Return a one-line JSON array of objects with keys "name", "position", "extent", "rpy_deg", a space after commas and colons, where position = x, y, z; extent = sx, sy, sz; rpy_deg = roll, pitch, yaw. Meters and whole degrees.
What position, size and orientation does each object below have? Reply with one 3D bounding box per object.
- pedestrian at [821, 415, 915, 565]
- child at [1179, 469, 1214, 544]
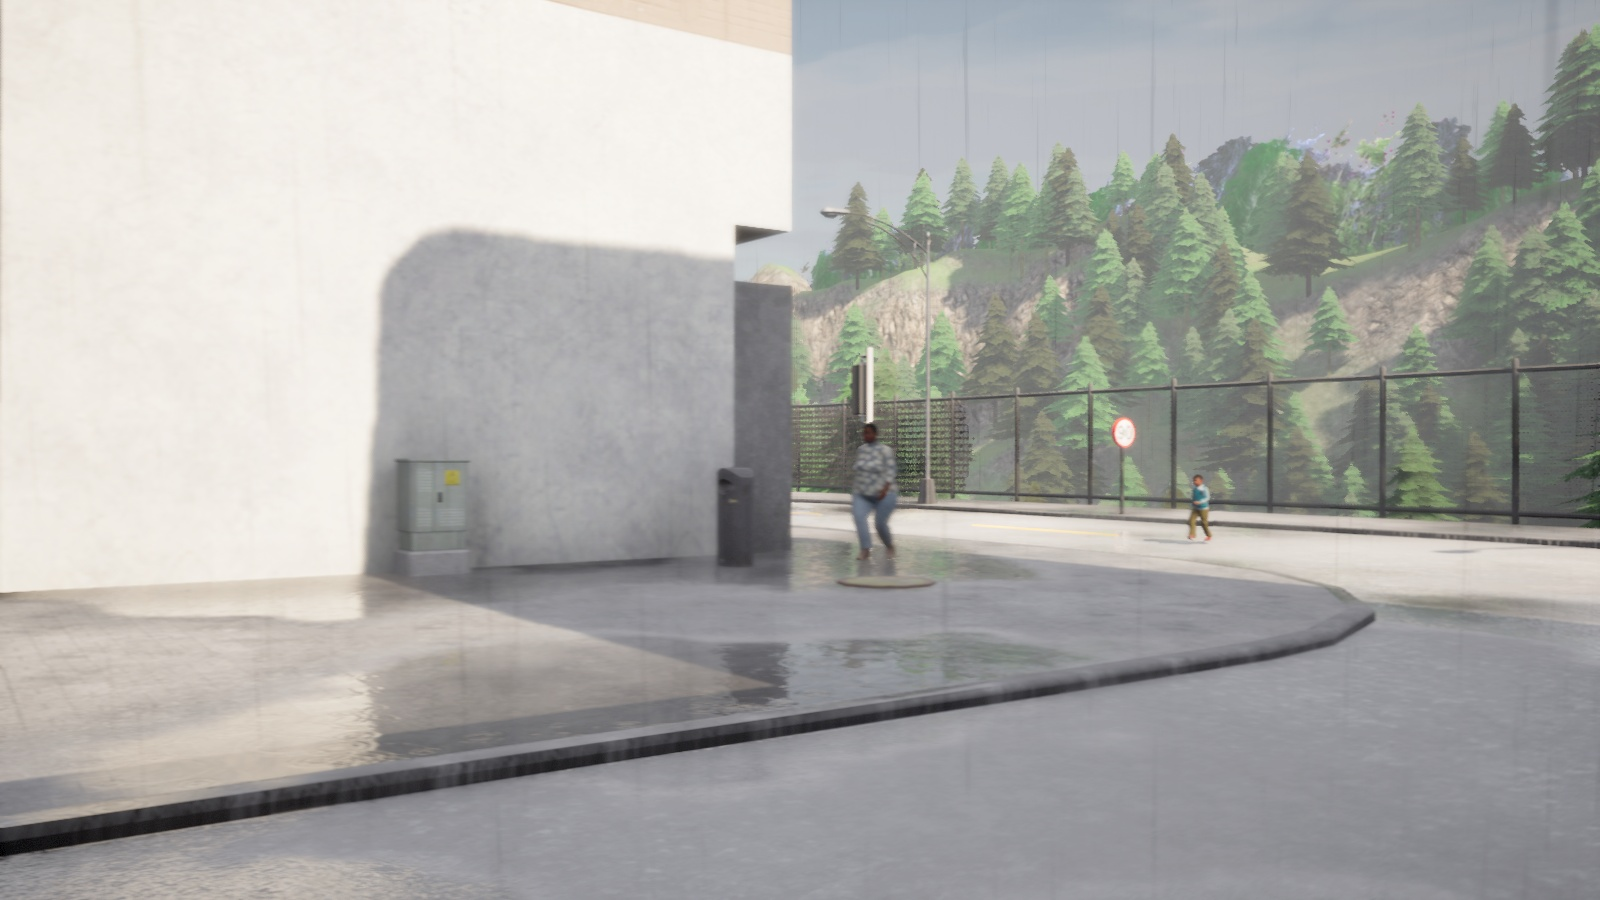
[{"name": "pedestrian", "position": [0.875, 0.492, 16.117], "extent": [0.874, 1.855, 0.900], "rpy_deg": [0, 0, 32]}, {"name": "child", "position": [6.468, 0.913, 20.485], "extent": [0.448, 1.192, 0.343], "rpy_deg": [0, 0, -35]}]
